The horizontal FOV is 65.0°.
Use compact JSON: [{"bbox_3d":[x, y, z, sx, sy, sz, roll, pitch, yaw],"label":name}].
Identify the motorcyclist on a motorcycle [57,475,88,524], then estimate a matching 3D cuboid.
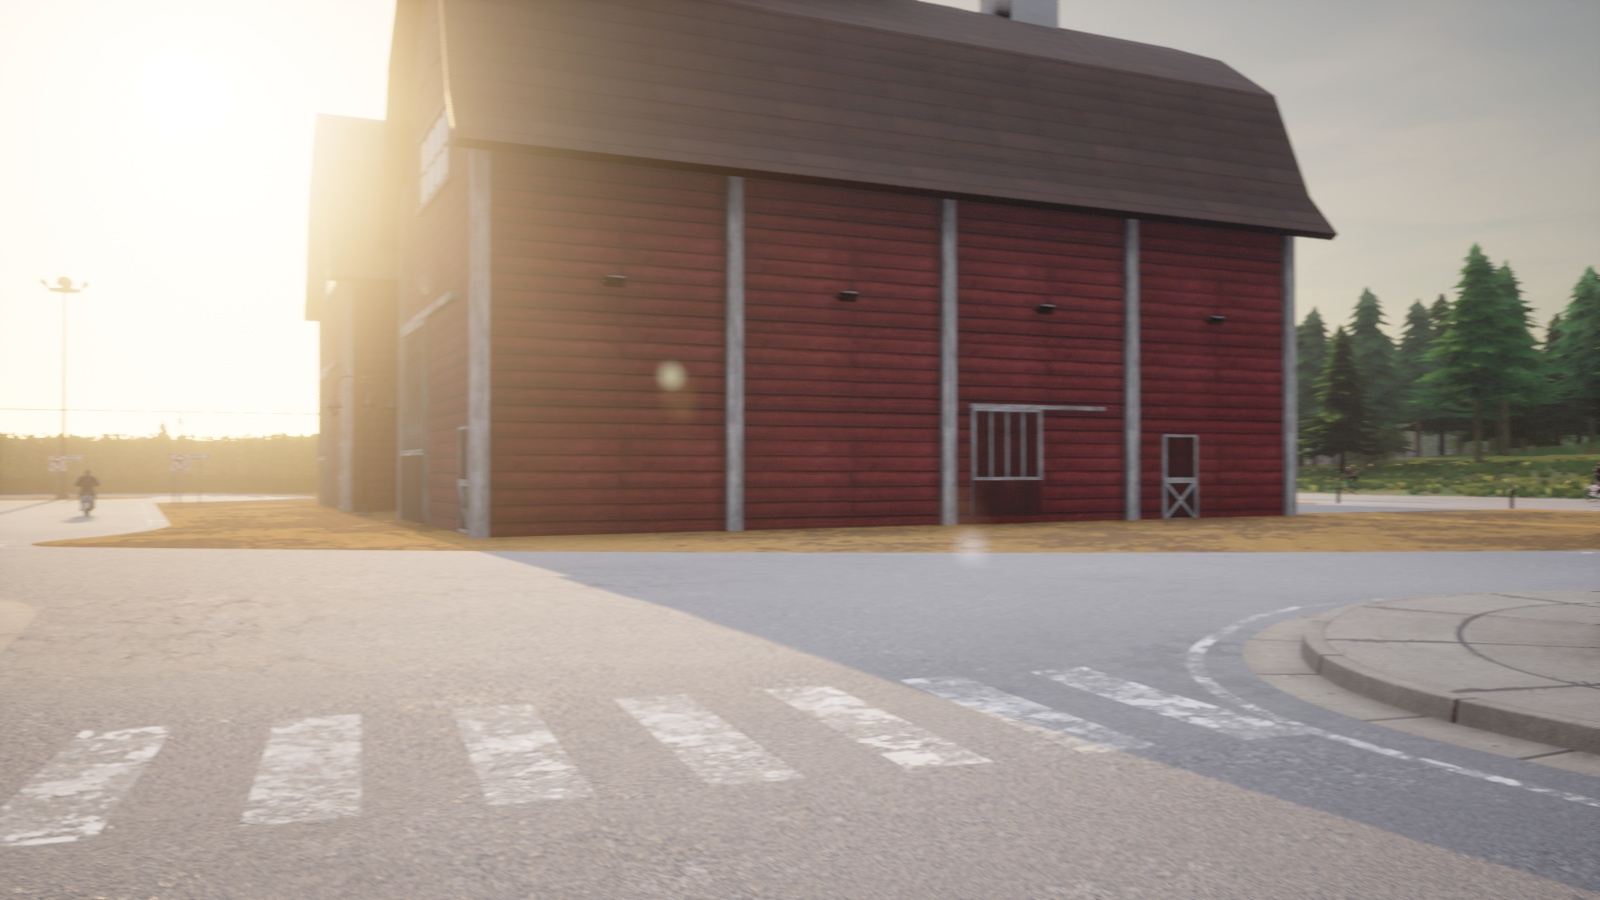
[{"bbox_3d":[-24.217,1.620,41.824,0.866,1.590,1.817,0,-1,-28],"label":"motorcyclist on a motorcycle"}]
